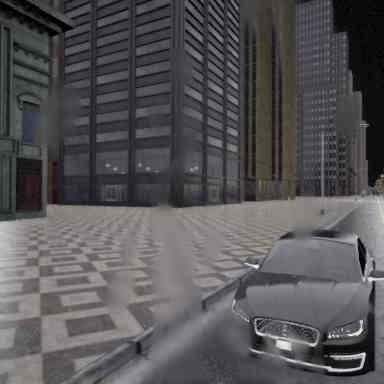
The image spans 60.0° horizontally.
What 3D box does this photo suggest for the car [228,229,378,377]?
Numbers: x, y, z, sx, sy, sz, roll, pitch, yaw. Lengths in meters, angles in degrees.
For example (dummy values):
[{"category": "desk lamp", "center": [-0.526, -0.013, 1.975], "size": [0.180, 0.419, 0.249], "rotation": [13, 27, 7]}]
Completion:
[{"category": "car", "center": [2.227, 1.507, 5.938], "size": [1.837, 1.490, 4.892], "rotation": [0, 0, 29]}]
